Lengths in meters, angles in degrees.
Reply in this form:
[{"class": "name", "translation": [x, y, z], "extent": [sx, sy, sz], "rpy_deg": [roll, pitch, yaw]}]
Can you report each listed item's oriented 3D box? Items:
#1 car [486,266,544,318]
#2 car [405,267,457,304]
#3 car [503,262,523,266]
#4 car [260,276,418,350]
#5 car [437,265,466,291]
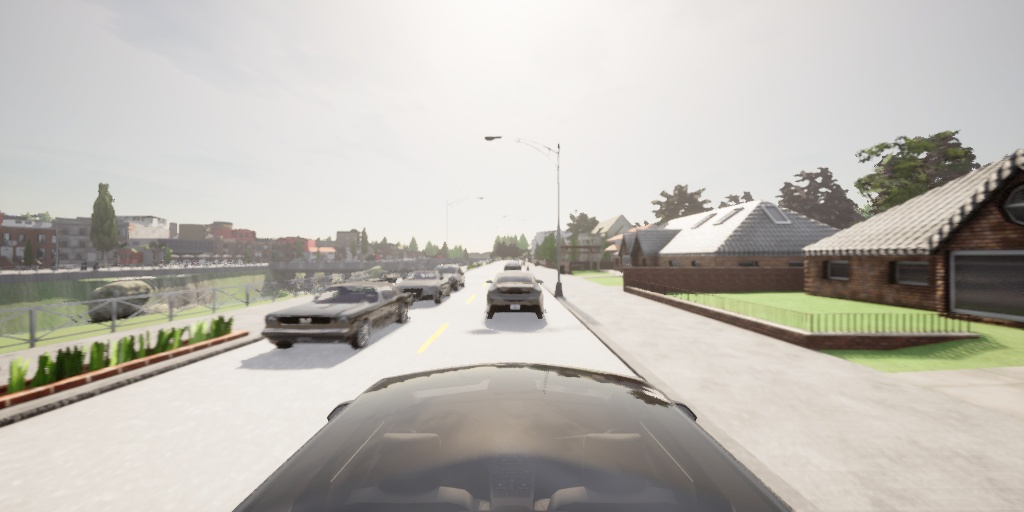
[{"class": "car", "translation": [0.099, 1.292, 13.152], "extent": [1.837, 1.490, 4.892], "rpy_deg": [0, 0, 0]}, {"class": "car", "translation": [-4.001, 1.362, 16.535], "extent": [1.994, 1.385, 4.181], "rpy_deg": [0, 0, 0]}, {"class": "car", "translation": [0.092, 1.344, 38.172], "extent": [1.882, 1.535, 5.008], "rpy_deg": [0, 0, 0]}, {"class": "car", "translation": [-4.096, 1.376, 9.314], "extent": [1.895, 1.301, 4.718], "rpy_deg": [0, 0, 0]}, {"class": "car", "translation": [-4.052, 1.322, 22.480], "extent": [1.837, 1.490, 4.892], "rpy_deg": [0, 0, 0]}]
